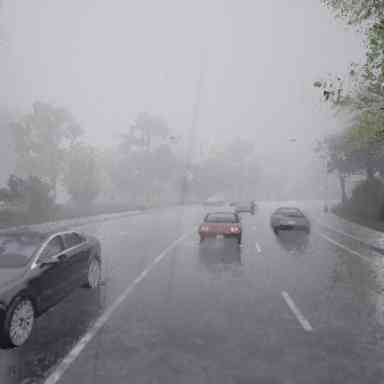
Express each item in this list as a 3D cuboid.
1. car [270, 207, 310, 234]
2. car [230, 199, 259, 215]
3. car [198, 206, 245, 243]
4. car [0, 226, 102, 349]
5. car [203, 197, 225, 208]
[{"bbox_3d":[5.648,1.578,19.486,1.994,1.385,4.181,0,0,11],"label":"car"},{"bbox_3d":[5.603,1.552,33.746,2.033,1.411,5.357,0,0,18],"label":"car"},{"bbox_3d":[1.511,1.598,16.214,1.895,1.301,4.718,0,0,9],"label":"car"},{"bbox_3d":[-3.244,1.476,6.345,2.128,1.511,4.902,0,0,4],"label":"car"},{"bbox_3d":[3.175,1.453,47.511,1.882,1.535,5.008,0,0,24],"label":"car"}]
